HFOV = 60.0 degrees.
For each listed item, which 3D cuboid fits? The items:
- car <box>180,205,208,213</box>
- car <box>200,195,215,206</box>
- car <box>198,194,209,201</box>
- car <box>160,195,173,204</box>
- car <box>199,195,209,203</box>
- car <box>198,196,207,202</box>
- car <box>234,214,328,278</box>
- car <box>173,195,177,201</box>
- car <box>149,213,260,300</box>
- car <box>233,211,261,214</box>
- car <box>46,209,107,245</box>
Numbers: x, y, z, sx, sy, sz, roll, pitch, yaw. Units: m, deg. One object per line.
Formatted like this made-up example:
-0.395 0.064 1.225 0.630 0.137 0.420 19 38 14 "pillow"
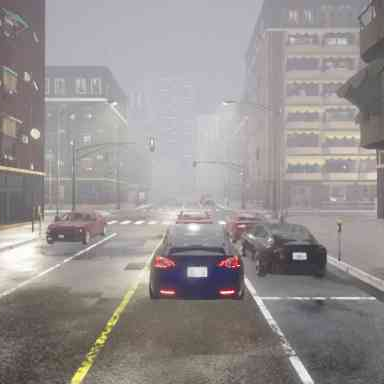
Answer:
0.097 1.607 18.136 1.895 1.301 4.718 0 0 0 "car"
2.711 1.578 53.757 1.887 1.381 4.507 1 0 0 "car"
2.617 1.359 63.702 2.192 1.841 5.009 1 0 0 "car"
-5.314 1.597 65.126 2.008 1.369 4.403 1 0 0 "car"
2.585 1.494 70.826 1.967 1.590 4.097 1 0 0 "car"
2.585 1.635 82.205 1.947 1.339 4.313 1 0 0 "car"
2.575 1.569 10.030 1.947 1.339 4.313 1 0 0 "car"
-5.294 1.623 87.884 1.887 1.381 4.507 1 0 0 "car"
0.102 1.506 8.413 2.163 1.488 4.792 0 0 0 "car"
2.576 1.550 15.700 1.887 1.381 4.507 1 0 0 "car"
-5.271 1.550 15.674 1.887 1.381 4.507 1 0 0 "car"
